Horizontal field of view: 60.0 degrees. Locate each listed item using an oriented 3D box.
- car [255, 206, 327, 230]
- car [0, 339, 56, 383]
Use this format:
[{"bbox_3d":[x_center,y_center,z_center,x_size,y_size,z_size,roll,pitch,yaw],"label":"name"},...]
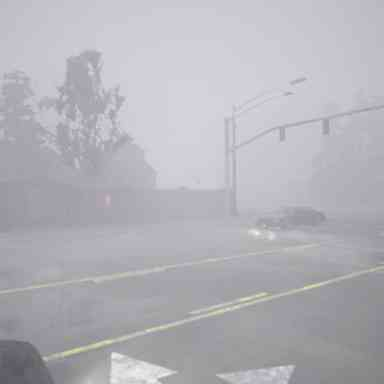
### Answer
[{"bbox_3d":[6.477,1.600,21.390,5.357,1.411,2.033,0,0,-36],"label":"car"},{"bbox_3d":[-3.329,1.539,1.370,5.357,1.411,2.033,0,0,-35],"label":"car"}]
